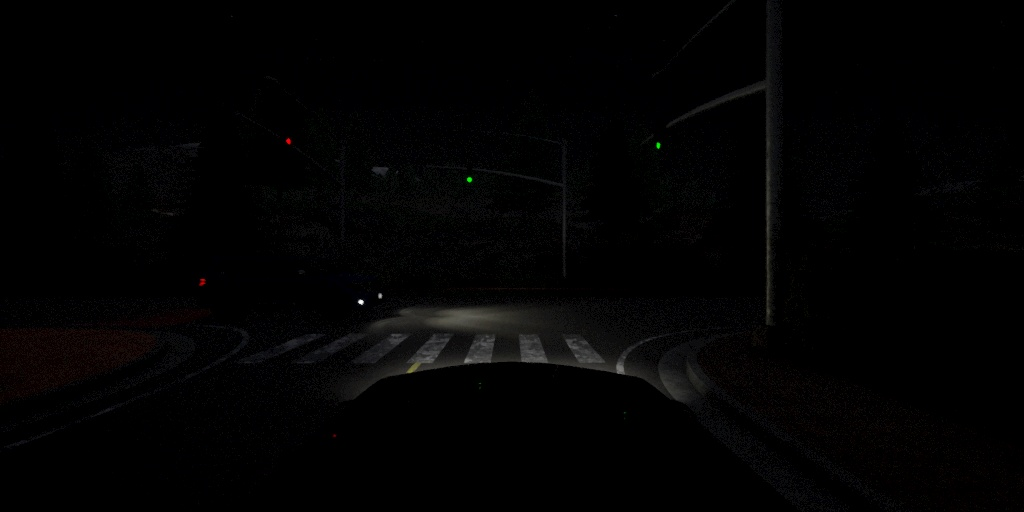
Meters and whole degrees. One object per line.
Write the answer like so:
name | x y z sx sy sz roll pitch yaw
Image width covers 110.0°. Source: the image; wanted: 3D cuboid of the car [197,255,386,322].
car | -7.163 0.983 11.950 5.566 2.045 2.150 0 0 0
